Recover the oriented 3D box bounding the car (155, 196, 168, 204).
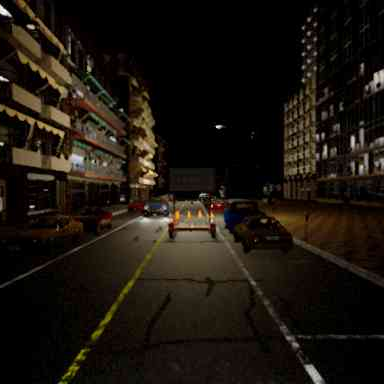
[{"bbox_3d":[-5.675,1.506,62.991,2.008,1.369,4.403,0,0,0],"label":"car"}]

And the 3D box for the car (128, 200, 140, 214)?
[{"bbox_3d":[-5.684,1.508,35.358,1.887,1.381,4.507,0,0,0],"label":"car"}]

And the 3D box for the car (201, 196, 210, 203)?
[{"bbox_3d":[2.706,1.481,68.683,1.752,1.417,4.829,0,0,0],"label":"car"}]

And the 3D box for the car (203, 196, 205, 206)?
[{"bbox_3d":[2.698,1.486,41.051,1.752,1.417,4.829,0,0,0],"label":"car"}]

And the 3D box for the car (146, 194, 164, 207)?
[{"bbox_3d":[-5.681,1.272,51.937,2.192,1.841,5.009,0,0,0],"label":"car"}]

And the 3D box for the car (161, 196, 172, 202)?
[{"bbox_3d":[-5.672,1.523,74.044,1.947,1.339,4.313,0,0,0],"label":"car"}]

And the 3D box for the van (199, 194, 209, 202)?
[{"bbox_3d":[2.703,1.296,62.988,1.690,1.788,3.998,0,0,0],"label":"van"}]

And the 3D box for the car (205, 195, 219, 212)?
[{"bbox_3d":[2.695,1.404,35.354,1.967,1.590,4.097,0,0,0],"label":"car"}]

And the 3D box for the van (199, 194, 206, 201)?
[{"bbox_3d":[2.709,1.303,85.095,1.690,1.788,3.998,0,0,0],"label":"van"}]

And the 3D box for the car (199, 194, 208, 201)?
[{"bbox_3d":[2.709,1.399,79.567,1.967,1.590,4.097,0,0,0],"label":"car"}]

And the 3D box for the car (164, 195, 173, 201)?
[{"bbox_3d":[-5.671,1.504,79.570,1.887,1.381,4.507,0,0,0],"label":"car"}]

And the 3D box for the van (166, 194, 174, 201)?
[{"bbox_3d":[-5.671,1.303,85.098,1.690,1.788,3.998,0,0,0],"label":"van"}]

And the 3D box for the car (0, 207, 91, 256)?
[{"bbox_3d":[-5.691,1.507,13.081,1.752,1.417,4.829,0,0,0],"label":"car"}]

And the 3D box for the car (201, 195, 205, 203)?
[{"bbox_3d":[2.701,1.539,51.934,1.802,1.307,4.206,0,0,0],"label":"car"}]

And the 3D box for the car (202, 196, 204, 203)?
[{"bbox_3d":[2.699,1.540,46.408,1.802,1.307,4.206,0,0,0],"label":"car"}]

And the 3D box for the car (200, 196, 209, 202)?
[{"bbox_3d":[2.708,1.523,74.041,1.947,1.339,4.313,0,0,0],"label":"car"}]

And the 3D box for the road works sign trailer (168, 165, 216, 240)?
[{"bbox_3d":[0.005,0.442,16.772,2.380,3.560,2.880,0,0,0],"label":"road works sign trailer"}]

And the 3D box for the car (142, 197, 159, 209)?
[{"bbox_3d":[-5.681,1.484,46.241,1.752,1.417,4.829,0,0,0],"label":"car"}]

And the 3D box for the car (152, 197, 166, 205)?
[{"bbox_3d":[-5.677,1.506,57.464,2.008,1.369,4.403,0,0,0],"label":"car"}]

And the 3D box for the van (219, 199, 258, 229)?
[{"bbox_3d":[2.690,1.317,18.774,1.690,1.788,3.998,0,0,0],"label":"van"}]

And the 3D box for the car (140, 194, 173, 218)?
[{"bbox_3d":[-3.087,1.319,30.009,2.097,1.767,4.553,0,0,0],"label":"car"}]

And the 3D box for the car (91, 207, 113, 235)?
[{"bbox_3d":[-5.689,1.520,18.777,1.887,1.381,4.507,0,0,0],"label":"car"}]

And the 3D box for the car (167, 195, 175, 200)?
[{"bbox_3d":[-5.667,1.547,90.623,1.802,1.307,4.206,0,0,0],"label":"car"}]

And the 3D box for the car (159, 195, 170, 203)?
[{"bbox_3d":[-5.674,1.396,68.516,1.967,1.590,4.097,0,0,0],"label":"car"}]

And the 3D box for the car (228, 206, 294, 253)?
[{"bbox_3d":[2.690,1.507,13.418,1.752,1.417,4.829,0,0,0],"label":"car"}]
